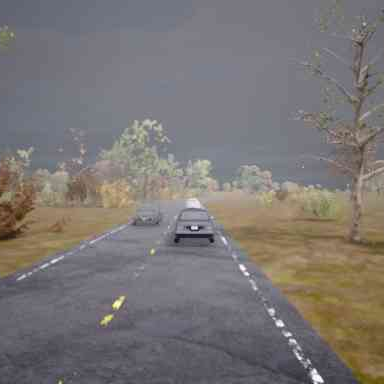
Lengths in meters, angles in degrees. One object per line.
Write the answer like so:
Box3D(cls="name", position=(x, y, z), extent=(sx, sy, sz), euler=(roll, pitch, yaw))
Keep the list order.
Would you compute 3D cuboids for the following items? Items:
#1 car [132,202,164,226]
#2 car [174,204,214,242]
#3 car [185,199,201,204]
Box3D(cls="car", position=(-3.083, 1.524, 23.910), extent=(1.837, 1.490, 4.892), euler=(0, 0, 0))
Box3D(cls="car", position=(0.102, 1.561, 16.544), extent=(2.033, 1.411, 5.357), euler=(0, 0, 0))
Box3D(cls="car", position=(0.103, 1.558, 41.202), extent=(1.812, 1.442, 4.674), euler=(0, 0, 0))
